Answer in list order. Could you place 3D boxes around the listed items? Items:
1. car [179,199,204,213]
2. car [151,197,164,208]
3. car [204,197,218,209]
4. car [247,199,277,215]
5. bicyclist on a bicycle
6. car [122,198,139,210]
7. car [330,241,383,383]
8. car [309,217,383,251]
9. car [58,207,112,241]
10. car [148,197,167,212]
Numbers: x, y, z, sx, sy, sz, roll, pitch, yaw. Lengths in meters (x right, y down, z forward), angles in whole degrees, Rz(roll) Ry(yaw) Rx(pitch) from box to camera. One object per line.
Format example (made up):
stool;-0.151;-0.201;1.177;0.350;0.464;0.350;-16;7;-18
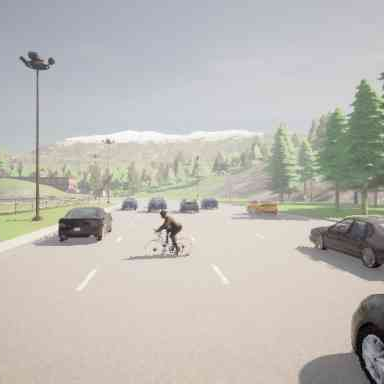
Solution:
car;-0.357;1.493;37.382;2.128;1.511;4.902;0;0;-6
car;-5.002;1.526;47.902;1.812;1.442;4.674;0;0;-7
car;2.312;1.477;45.431;1.882;1.535;5.008;0;0;-6
car;7.057;1.477;33.831;1.882;1.535;5.008;0;0;-6
bicyclist on a bicycle;-0.804;1.455;11.344;1.656;1.620;0.582;-2;1;-15
car;-7.999;1.525;43.073;1.812;1.442;4.674;0;0;-6
car;3.081;1.506;2.341;1.837;1.490;4.892;0;0;-4
car;5.926;1.547;11.174;2.033;1.411;5.357;0;0;-6
car;-5.225;1.477;16.812;1.882;1.535;5.008;0;0;-6
car;-3.947;1.352;38.021;2.097;1.767;4.553;0;0;-6
